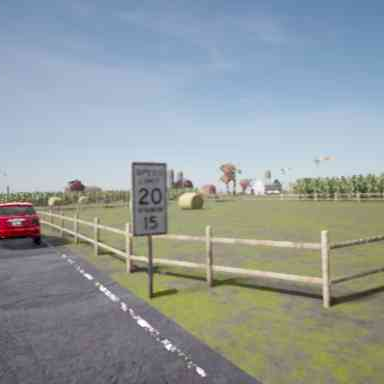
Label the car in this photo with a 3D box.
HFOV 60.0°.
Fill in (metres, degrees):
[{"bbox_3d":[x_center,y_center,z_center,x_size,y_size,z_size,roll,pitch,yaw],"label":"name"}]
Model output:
[{"bbox_3d":[-9.263,1.572,17.247,2.150,2.045,5.566,-1,-1,-31],"label":"car"}]
